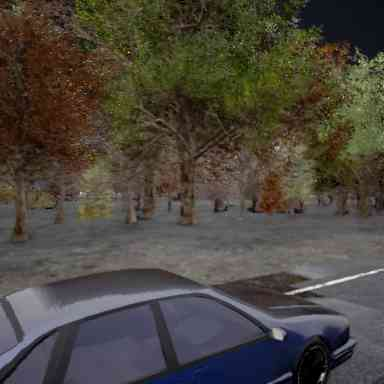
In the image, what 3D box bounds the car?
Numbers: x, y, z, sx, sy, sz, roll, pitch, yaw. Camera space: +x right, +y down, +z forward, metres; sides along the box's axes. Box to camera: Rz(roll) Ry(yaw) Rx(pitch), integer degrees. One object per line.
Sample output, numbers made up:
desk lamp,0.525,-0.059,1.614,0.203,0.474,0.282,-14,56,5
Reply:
car,-0.541,1.565,3.360,5.357,1.411,2.033,1,0,-36
